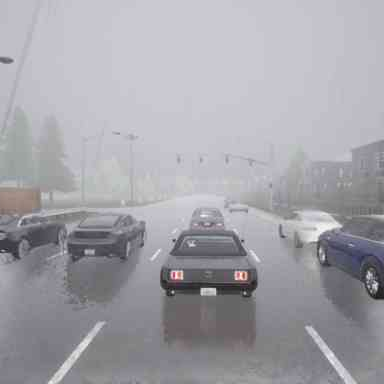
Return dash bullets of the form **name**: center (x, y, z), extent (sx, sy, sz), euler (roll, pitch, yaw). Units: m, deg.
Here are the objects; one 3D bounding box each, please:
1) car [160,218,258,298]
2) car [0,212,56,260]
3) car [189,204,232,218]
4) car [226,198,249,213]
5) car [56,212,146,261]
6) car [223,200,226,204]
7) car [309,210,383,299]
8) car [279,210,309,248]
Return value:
- **car**: center (0.414, 1.601, 8.516), extent (1.895, 1.301, 4.718), euler (0, 0, 2)
- **car**: center (-6.423, 1.492, 12.479), extent (2.128, 1.511, 4.902), euler (0, 0, 2)
- **car**: center (0.822, 1.547, 18.099), extent (2.033, 1.411, 5.357), euler (0, 0, 2)
- **car**: center (5.058, 1.601, 36.559), extent (1.895, 1.301, 4.718), euler (0, 0, 3)
- **car**: center (-2.929, 1.507, 12.276), extent (1.837, 1.490, 4.892), euler (0, 1, 2)
- **car**: center (5.434, 1.547, 46.450), extent (2.033, 1.411, 5.357), euler (0, 0, 2)
- **car**: center (4.869, 1.351, 8.552), extent (2.097, 1.767, 4.553), euler (0, 0, 2)
- **car**: center (5.127, 1.526, 14.577), extent (1.812, 1.442, 4.674), euler (0, 0, 2)
